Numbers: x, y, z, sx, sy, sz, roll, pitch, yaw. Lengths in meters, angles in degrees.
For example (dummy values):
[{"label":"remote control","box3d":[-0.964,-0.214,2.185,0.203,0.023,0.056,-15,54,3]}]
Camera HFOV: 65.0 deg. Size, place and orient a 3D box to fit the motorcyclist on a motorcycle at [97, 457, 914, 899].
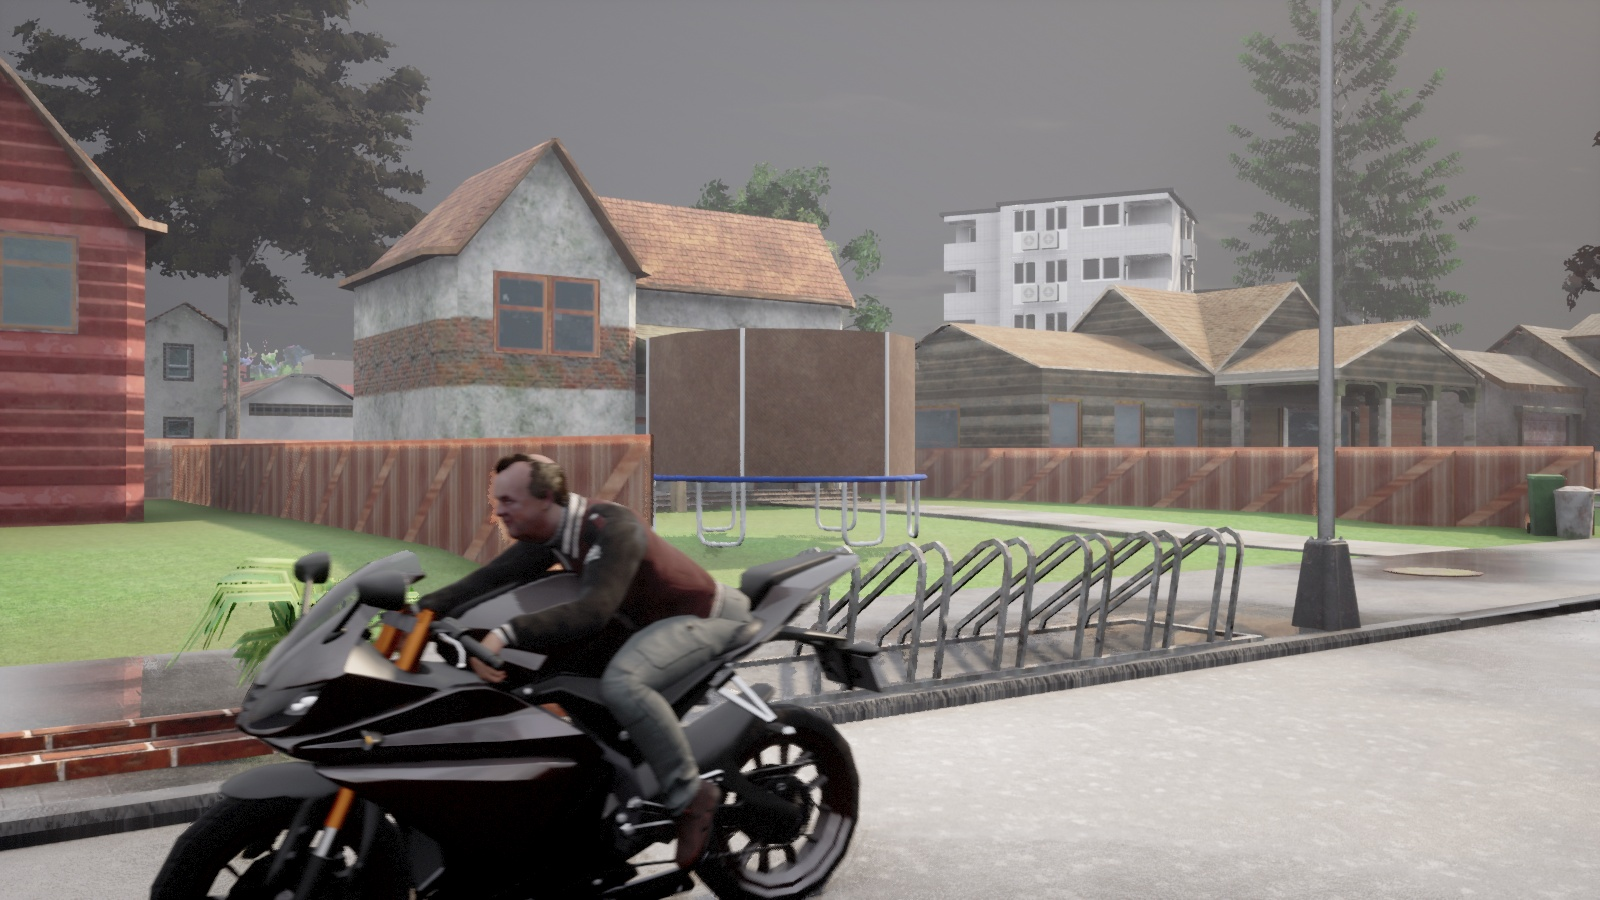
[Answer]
[{"label":"motorcyclist on a motorcycle","box3d":[-0.785,0.791,3.721,2.191,1.530,0.866,0,0,-35]}]
